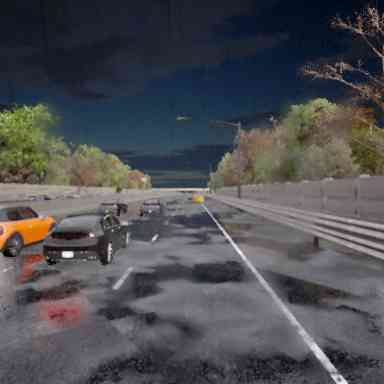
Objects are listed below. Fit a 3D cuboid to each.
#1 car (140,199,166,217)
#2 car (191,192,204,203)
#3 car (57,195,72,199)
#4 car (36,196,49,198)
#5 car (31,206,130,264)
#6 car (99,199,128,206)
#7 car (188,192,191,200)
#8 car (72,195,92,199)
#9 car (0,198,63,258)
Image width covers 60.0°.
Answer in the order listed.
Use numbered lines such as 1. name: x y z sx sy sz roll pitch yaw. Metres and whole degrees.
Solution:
1. car: -3.417 1.360 29.594 2.128 1.511 4.902 0 0 0
2. car: 1.191 1.229 61.480 1.882 1.535 5.008 0 0 0
3. car: -21.073 1.258 54.799 2.128 1.511 4.902 0 0 1
4. car: -24.569 1.331 54.482 1.994 1.385 4.181 0 0 1
5. car: -3.408 1.450 11.533 1.837 1.490 4.892 0 0 0
6. car: -6.916 1.360 29.586 2.128 1.511 4.902 0 0 0
7. car: -0.044 1.284 80.279 1.895 1.301 4.718 0 0 0
8. car: -17.573 1.270 54.916 1.837 1.490 4.892 0 1 1
9. car: -6.908 1.292 12.717 2.097 1.767 4.553 0 0 0
